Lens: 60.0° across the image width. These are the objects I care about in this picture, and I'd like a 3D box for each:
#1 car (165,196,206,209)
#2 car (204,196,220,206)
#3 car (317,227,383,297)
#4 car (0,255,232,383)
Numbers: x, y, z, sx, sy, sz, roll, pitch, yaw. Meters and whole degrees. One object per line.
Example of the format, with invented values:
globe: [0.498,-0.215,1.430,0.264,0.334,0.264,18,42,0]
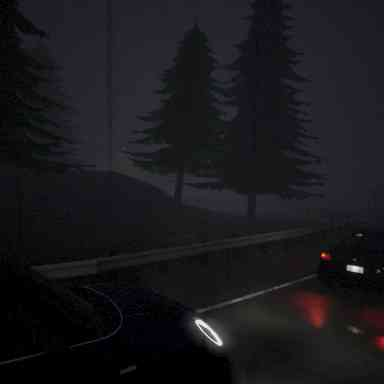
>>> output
car: [-0.932,1.569,46.203,4.718,1.301,1.895,0,0,35]
car: [2.155,1.455,52.585,4.902,1.511,2.128,0,0,35]
car: [4.878,1.564,8.219,4.181,1.385,1.994,0,0,-42]
car: [-1.819,1.352,2.744,4.553,1.767,2.097,0,0,-36]
